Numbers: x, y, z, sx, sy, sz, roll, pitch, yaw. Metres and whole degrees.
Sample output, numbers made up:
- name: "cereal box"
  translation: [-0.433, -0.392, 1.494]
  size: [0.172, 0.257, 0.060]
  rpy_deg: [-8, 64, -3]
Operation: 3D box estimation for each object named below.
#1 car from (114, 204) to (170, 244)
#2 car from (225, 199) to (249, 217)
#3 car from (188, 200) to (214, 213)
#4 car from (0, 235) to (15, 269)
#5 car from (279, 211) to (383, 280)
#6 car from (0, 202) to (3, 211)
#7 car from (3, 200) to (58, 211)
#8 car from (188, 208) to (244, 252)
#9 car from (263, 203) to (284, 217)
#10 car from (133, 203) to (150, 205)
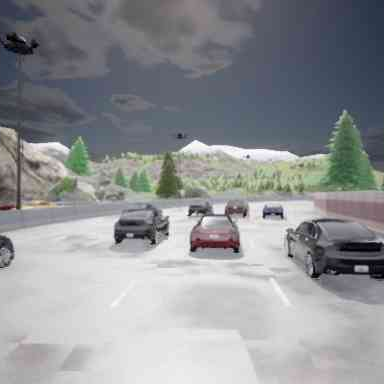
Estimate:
- name: "car"
  translation: [-2.281, 1.552, 16.101]
  size: [1.837, 1.490, 4.892]
  rpy_deg: [0, 0, 7]
- name: "car"
  translation: [4.512, 1.479, 33.025]
  size: [2.097, 1.767, 4.553]
  rpy_deg: [0, 0, 14]
- name: "car"
  translation: [0.950, 1.621, 33.252]
  size: [1.837, 1.490, 4.892]
  rpy_deg: [0, 0, 14]
- name: "car"
  translation: [-6.513, 1.513, 8.378]
  size: [1.837, 1.490, 4.892]
  rpy_deg: [0, 0, 4]
- name: "car"
  translation: [4.138, 1.553, 10.171]
  size: [1.837, 1.490, 4.892]
  rpy_deg: [0, 0, 4]
- name: "car"
  translation: [-18.039, 1.520, 29.357]
  size: [1.882, 1.535, 5.008]
  rpy_deg: [0, 0, 11]
- name: "car"
  translation: [-14.298, 1.535, 30.248]
  size: [1.882, 1.535, 5.008]
  rpy_deg: [0, 0, 12]
- name: "car"
  translation: [1.038, 1.616, 14.287]
  size: [1.994, 1.385, 4.181]
  rpy_deg: [0, 0, 6]
- name: "car"
  translation: [7.806, 1.735, 31.934]
  size: [1.895, 1.301, 4.718]
  rpy_deg: [0, 0, 14]
- name: "car"
  translation: [-3.996, 1.628, 27.514]
  size: [2.033, 1.411, 5.357]
  rpy_deg: [0, 0, 12]
